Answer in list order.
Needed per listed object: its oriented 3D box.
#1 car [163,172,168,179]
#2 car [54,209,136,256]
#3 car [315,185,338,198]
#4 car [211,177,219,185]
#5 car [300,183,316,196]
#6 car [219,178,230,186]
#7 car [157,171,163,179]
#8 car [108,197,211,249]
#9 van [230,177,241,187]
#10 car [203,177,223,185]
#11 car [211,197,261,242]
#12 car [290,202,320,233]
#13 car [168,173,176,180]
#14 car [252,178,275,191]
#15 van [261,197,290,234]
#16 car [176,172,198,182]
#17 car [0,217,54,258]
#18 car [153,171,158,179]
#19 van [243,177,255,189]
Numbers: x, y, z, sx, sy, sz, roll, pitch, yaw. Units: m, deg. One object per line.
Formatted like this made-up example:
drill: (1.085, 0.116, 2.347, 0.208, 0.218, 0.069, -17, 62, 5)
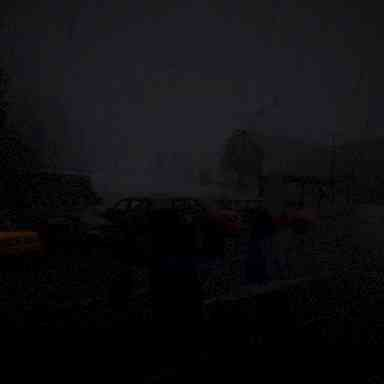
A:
car: (-4.297, -3.870, 82.950, 2.185, 1.767, 4.553, 6, 3, 34)
car: (-4.719, 1.536, 13.133, 4.674, 1.452, 2.002, -1, -1, 35)
car: (20.025, 0.120, 48.532, 2.002, 1.452, 4.674, 7, 3, 35)
car: (6.210, -2.062, 68.262, 2.002, 1.452, 4.674, 7, 4, 35)
car: (18.332, -0.443, 51.003, 2.435, 2.045, 5.566, 7, 3, 35)
car: (8.044, -1.830, 65.943, 1.946, 1.575, 5.366, 7, 3, 35)
car: (-6.029, -4.105, 85.418, 2.185, 1.767, 4.553, 4, 1, 33)
car: (-2.294, 1.250, 14.893, 5.566, 2.045, 2.435, -1, -1, 35)
van: (9.621, -1.782, 63.214, 1.878, 1.987, 4.442, 7, 4, 35)
car: (4.466, -2.336, 70.723, 2.002, 1.452, 4.674, 7, 3, 35)
car: (0.218, 1.254, 16.600, 5.566, 2.045, 2.435, -1, -1, 35)
car: (5.162, 1.390, 20.025, 4.553, 1.767, 2.185, -1, -1, 35)
car: (-2.500, -3.718, 80.485, 2.435, 2.045, 5.566, 7, 3, 34)
car: (13.114, -1.010, 58.384, 2.231, 1.521, 4.892, 7, 3, 35)
van: (2.755, 1.284, 18.273, 4.442, 1.987, 1.878, -1, -1, 35)
car: (-0.647, -3.195, 78.228, 1.946, 1.575, 5.366, 7, 3, 34)
car: (-7.324, 1.491, 11.503, 5.366, 1.575, 1.946, -1, -1, 35)
car: (-7.803, -4.382, 87.764, 2.435, 2.045, 5.566, 1, -1, 34)
van: (11.352, -1.508, 60.744, 1.878, 1.987, 4.442, 7, 4, 35)
